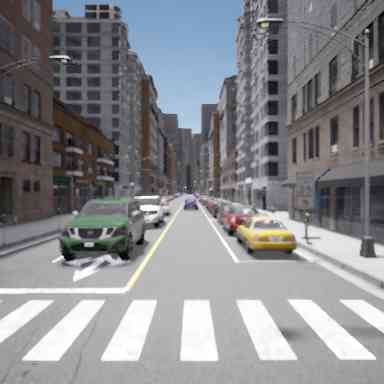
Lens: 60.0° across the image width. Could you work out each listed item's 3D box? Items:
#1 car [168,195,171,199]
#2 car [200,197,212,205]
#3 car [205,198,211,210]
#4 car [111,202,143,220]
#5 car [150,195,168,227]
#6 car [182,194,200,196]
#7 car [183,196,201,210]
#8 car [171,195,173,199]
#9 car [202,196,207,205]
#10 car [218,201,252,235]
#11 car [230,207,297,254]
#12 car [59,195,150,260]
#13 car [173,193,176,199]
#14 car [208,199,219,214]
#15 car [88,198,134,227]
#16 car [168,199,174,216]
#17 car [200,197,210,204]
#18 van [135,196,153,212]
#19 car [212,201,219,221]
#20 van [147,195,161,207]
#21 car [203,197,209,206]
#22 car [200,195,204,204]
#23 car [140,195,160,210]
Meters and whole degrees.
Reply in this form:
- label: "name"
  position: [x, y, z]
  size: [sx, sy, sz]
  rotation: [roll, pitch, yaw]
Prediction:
- label: "car"
  position: [-5.914, 1.620, 68.397]
  size: [1.752, 1.417, 4.829]
  rotation: [0, 0, 0]
- label: "car"
  position: [2.631, 1.629, 63.073]
  size: [2.008, 1.369, 4.403]
  rotation: [0, 0, 0]
- label: "car"
  position: [2.735, 1.600, 35.444]
  size: [1.887, 1.381, 4.507]
  rotation: [0, 0, 0]
- label: "car"
  position: [-5.770, 1.612, 29.887]
  size: [2.008, 1.369, 4.403]
  rotation: [0, 0, 0]
- label: "car"
  position: [-3.167, 1.270, 23.228]
  size: [2.150, 2.045, 5.566]
  rotation: [0, 0, 0]
- label: "car"
  position: [-0.192, 1.569, 54.248]
  size: [2.128, 1.511, 4.902]
  rotation: [0, 0, 0]
- label: "car"
  position: [-0.151, 1.594, 44.239]
  size: [1.812, 1.442, 4.674]
  rotation: [0, 0, 0]
- label: "car"
  position: [-5.936, 1.539, 74.093]
  size: [1.967, 1.590, 4.097]
  rotation: [0, 0, 0]
- label: "car"
  position: [2.693, 1.648, 46.495]
  size: [1.802, 1.307, 4.206]
  rotation: [0, 0, 0]
- label: "car"
  position: [2.796, 1.473, 18.865]
  size: [1.967, 1.590, 4.097]
  rotation: [0, 0, 0]
- label: "car"
  position: [2.817, 1.550, 13.510]
  size: [1.752, 1.417, 4.829]
  rotation: [0, 0, 0]
- label: "car"
  position: [-3.136, 1.254, 12.862]
  size: [2.150, 2.045, 5.566]
  rotation: [0, 0, 0]
- label: "car"
  position: [-5.998, 1.638, 90.500]
  size: [1.752, 1.417, 4.829]
  rotation: [0, 0, 0]
- label: "car"
  position: [2.755, 1.614, 29.917]
  size: [1.947, 1.339, 4.313]
  rotation: [0, 0, 0]
- label: "car"
  position: [-5.750, 1.368, 24.360]
  size: [2.192, 1.841, 5.009]
  rotation: [0, 0, 0]
- label: "car"
  position: [-3.154, 1.662, 33.403]
  size: [1.895, 1.301, 4.718]
  rotation: [0, 0, 0]
- label: "car"
  position: [2.611, 1.664, 68.598]
  size: [1.802, 1.307, 4.206]
  rotation: [0, 0, 0]
- label: "van"
  position: [-5.812, 1.415, 40.938]
  size: [1.690, 1.788, 3.998]
  rotation: [0, 0, 0]
- label: "car"
  position: [2.776, 1.592, 24.391]
  size: [2.008, 1.369, 4.403]
  rotation: [0, 0, 0]
- label: "van"
  position: [-5.851, 1.425, 51.988]
  size: [1.690, 1.788, 3.998]
  rotation: [0, 0, 0]
- label: "car"
  position: [2.714, 1.612, 40.969]
  size: [2.008, 1.369, 4.403]
  rotation: [0, 0, 0]
- label: "car"
  position: [2.652, 1.626, 57.547]
  size: [2.008, 1.369, 4.403]
  rotation: [0, 0, 0]
- label: "car"
  position: [-5.833, 1.394, 46.464]
  size: [2.192, 1.841, 5.009]
  rotation: [0, 0, 0]
